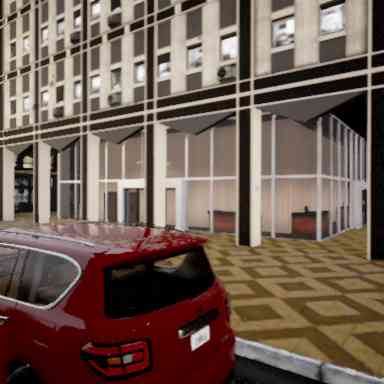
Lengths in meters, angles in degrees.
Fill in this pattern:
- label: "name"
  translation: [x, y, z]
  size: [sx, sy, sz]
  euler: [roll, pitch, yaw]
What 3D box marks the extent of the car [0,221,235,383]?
- label: "car"
  translation: [-1.875, 1.313, 4.206]
  size: [5.009, 1.841, 2.192]
  euler: [0, 0, 35]
